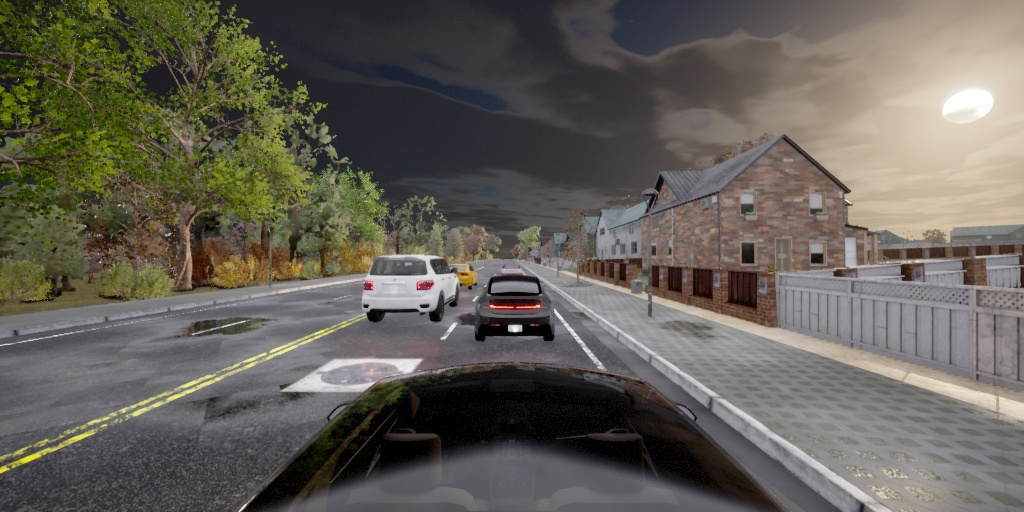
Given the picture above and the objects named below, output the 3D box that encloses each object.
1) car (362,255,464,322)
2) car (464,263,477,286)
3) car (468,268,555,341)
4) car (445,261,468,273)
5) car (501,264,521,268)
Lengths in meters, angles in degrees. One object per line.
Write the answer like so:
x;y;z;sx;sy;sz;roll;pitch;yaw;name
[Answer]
-3.211;0.976;12.412;2.150;2.045;5.566;0;0;0;car
-3.308;1.237;22.828;1.882;1.535;5.008;0;0;0;car
0.052;1.258;9.869;1.837;1.490;4.892;0;0;0;car
-6.843;1.323;44.888;2.033;1.411;5.357;0;0;0;car
-0.086;1.366;33.244;1.895;1.301;4.718;0;0;-2;car
